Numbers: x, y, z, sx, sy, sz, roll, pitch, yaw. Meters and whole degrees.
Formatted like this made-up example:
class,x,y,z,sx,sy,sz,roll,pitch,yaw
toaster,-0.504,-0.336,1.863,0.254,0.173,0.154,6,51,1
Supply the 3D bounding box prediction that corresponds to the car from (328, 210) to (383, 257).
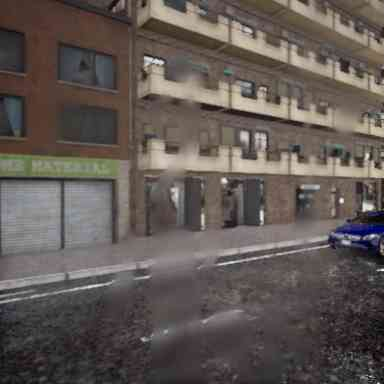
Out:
class,x,y,z,sx,sy,sz,roll,pitch,yaw
car,7.188,1.459,12.786,4.674,1.442,1.812,0,0,-35
